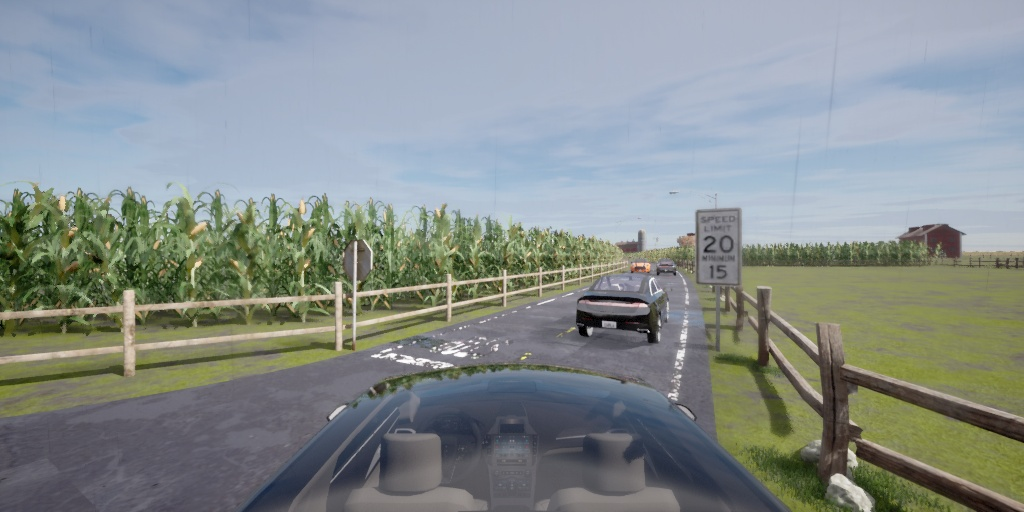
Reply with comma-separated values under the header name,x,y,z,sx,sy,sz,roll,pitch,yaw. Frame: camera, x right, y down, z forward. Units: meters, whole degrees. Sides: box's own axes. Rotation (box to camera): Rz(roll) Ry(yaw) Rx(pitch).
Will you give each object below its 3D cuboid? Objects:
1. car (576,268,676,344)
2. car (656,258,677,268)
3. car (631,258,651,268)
name,x,y,z,sx,sy,sz,roll,pitch,yaw
car,3.170,1.244,9.776,2.128,1.511,4.902,0,0,27
car,16.256,1.244,37.710,2.128,1.511,4.902,0,0,24
car,15.432,1.099,42.909,2.097,1.767,4.553,0,0,22
